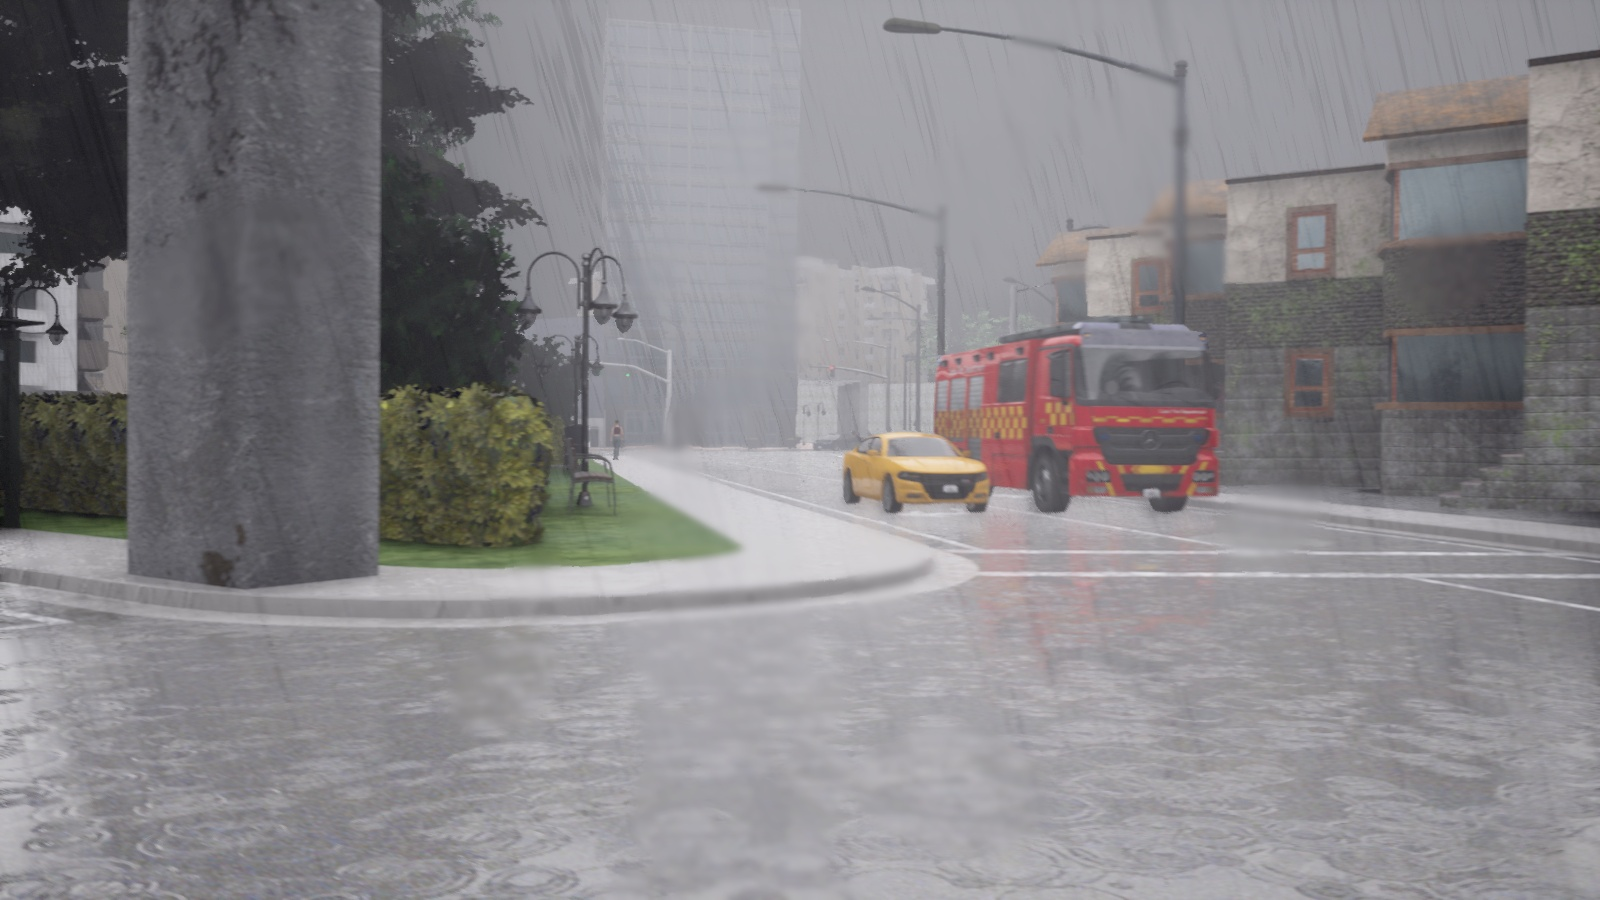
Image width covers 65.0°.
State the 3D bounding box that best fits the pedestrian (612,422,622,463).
[{"bbox_3d":[-8.236,-0.321,56.590,0.345,1.836,0.594,-1,1,-3],"label":"pedestrian"}]

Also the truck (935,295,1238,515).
[{"bbox_3d":[5.523,-0.842,26.250,2.891,3.827,8.468,-1,1,-12],"label":"truck"}]

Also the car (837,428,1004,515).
[{"bbox_3d":[2.243,0.349,24.899,1.882,1.535,5.008,-1,1,-12],"label":"car"}]
